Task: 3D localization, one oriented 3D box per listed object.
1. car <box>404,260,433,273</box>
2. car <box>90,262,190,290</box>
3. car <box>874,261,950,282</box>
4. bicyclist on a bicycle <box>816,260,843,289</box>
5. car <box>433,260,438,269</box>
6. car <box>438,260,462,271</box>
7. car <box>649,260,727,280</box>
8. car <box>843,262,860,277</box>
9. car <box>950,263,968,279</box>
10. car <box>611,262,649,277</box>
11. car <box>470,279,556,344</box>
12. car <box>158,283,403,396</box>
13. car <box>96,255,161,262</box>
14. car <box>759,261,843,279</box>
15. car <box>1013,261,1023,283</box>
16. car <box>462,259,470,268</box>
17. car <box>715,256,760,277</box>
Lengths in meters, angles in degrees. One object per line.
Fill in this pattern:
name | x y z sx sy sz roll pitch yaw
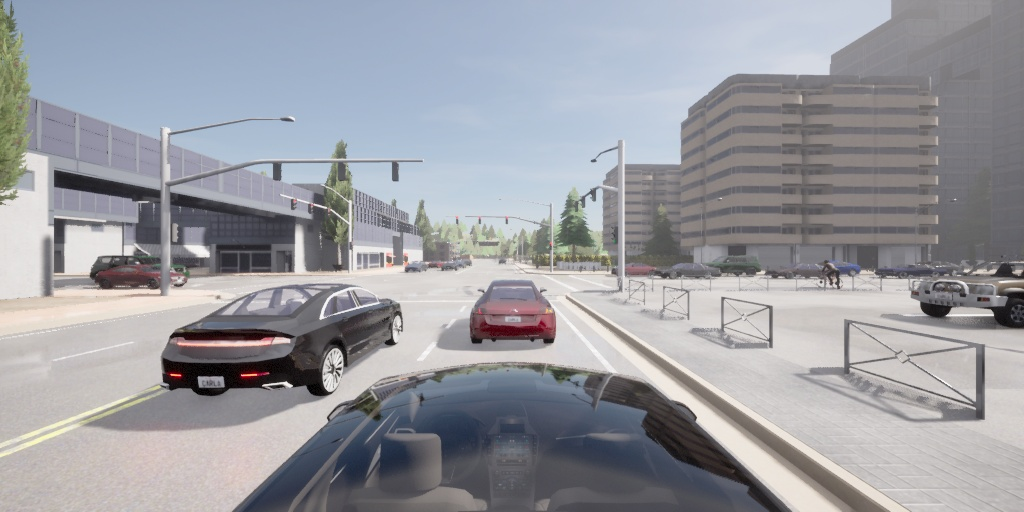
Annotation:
car | -11.770 1.297 44.479 2.033 1.411 5.357 0 0 -1
car | -22.888 1.276 22.183 4.674 1.442 1.812 0 0 0
car | 35.165 1.351 31.761 4.718 1.301 1.895 0 0 -2
bicyclist on a bicycle | 17.925 1.052 20.271 0.582 1.620 1.656 0 0 -2
car | -12.059 1.351 56.045 1.895 1.301 4.718 0 0 -1
car | -8.369 1.314 48.935 1.994 1.385 4.181 0 0 -2
car | 15.232 1.297 31.179 5.357 1.411 2.033 0 0 -2
car | 31.111 1.228 35.150 5.008 1.535 1.882 0 0 -2
car | 41.227 1.255 35.414 4.892 1.490 1.837 0 0 -1
car | 11.742 1.314 34.576 4.181 1.385 1.994 0 0 -2
car | 0.010 1.314 9.623 1.994 1.385 4.181 0 0 0
car | -3.475 1.242 6.564 2.128 1.511 4.902 0 0 0
car | -26.448 0.972 25.579 5.566 2.045 2.150 0 0 -1
car | 25.302 1.297 31.479 5.357 1.411 2.033 0 0 -2
car | 43.298 1.314 28.363 4.181 1.385 1.994 0 0 -1
car | -8.633 1.297 59.232 2.033 1.411 5.357 0 0 -1
car | 21.085 0.971 34.857 5.566 2.045 2.150 0 0 -2
